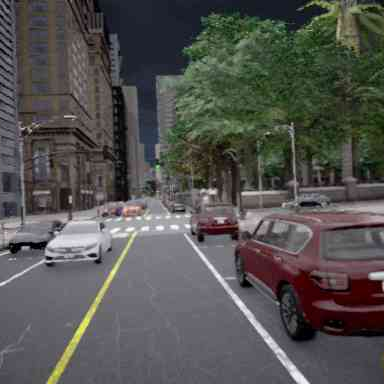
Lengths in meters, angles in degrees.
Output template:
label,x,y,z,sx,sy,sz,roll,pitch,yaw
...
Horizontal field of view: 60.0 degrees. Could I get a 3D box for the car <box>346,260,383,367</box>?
label,x,y,z,sx,sy,sz,roll,pitch,yaw
car,2.828,1.410,1.220,1.752,1.417,4.829,-3,-1,-6

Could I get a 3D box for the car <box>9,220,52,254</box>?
label,x,y,z,sx,sy,sz,roll,pitch,yaw
car,-7.411,2.085,16.496,1.947,1.339,4.313,-3,-1,-6

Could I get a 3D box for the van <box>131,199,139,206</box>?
label,x,y,z,sx,sy,sz,roll,pitch,yaw
van,-15.626,2.919,91.386,1.690,1.788,3.998,-2,0,-6

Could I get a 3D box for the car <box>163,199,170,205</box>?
label,x,y,z,sx,sy,sz,roll,pitch,yaw
car,-7.169,2.726,92.466,1.752,1.417,4.829,-2,0,-6

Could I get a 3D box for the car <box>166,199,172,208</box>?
label,x,y,z,sx,sy,sz,roll,pitch,yaw
car,-2.424,2.191,49.196,1.802,1.307,4.206,-2,-1,-6

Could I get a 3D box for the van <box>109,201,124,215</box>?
label,x,y,z,sx,sy,sz,roll,pitch,yaw
van,-10.903,2.329,48.285,1.690,1.788,3.998,-2,-1,-6

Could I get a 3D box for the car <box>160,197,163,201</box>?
label,x,y,z,sx,sy,sz,roll,pitch,yaw
car,-5.979,2.371,81.524,2.192,1.841,5.009,-2,0,-6

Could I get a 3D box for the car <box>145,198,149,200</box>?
label,x,y,z,sx,sy,sz,roll,pitch,yaw
car,-10.876,2.734,73.429,1.812,1.442,4.674,-3,0,-6

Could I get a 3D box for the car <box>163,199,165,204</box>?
label,x,y,z,sx,sy,sz,roll,pitch,yaw
car,-4.195,2.418,65.359,1.802,1.307,4.206,-2,-1,-6

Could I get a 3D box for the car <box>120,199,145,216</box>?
label,x,y,z,sx,sy,sz,roll,pitch,yaw
car,-7.644,2.141,42.894,2.097,1.767,4.553,-3,-1,-6

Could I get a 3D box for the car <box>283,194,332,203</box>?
label,x,y,z,sx,sy,sz,roll,pitch,yaw
car,11.605,0.956,33.707,4.902,1.511,2.128,-4,-1,-6

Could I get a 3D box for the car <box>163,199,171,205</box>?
label,x,y,z,sx,sy,sz,roll,pitch,yaw
car,-6.579,2.655,87.079,1.752,1.417,4.829,-2,0,-6

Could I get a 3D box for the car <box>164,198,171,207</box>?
label,x,y,z,sx,sy,sz,roll,pitch,yaw
car,-3.021,2.126,54.585,1.967,1.590,4.097,-2,-1,-6

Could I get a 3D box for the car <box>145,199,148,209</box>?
label,x,y,z,sx,sy,sz,roll,pitch,yaw
car,-9.626,2.603,62.036,2.033,1.411,5.357,-3,-1,-6

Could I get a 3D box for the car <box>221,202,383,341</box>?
label,x,y,z,sx,sy,sz,roll,pitch,yaw
car,2.240,1.285,6.506,2.192,1.841,5.009,-3,-1,-6

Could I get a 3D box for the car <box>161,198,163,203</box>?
label,x,y,z,sx,sy,sz,roll,pitch,yaw
car,-5.377,2.549,76.135,1.947,1.339,4.313,-2,0,-6

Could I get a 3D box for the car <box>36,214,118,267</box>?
label,x,y,z,sx,sy,sz,roll,pitch,yaw
car,-4.274,1.866,13.193,1.812,1.442,4.674,-3,-1,-6

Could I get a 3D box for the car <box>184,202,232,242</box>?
label,x,y,z,sx,sy,sz,roll,pitch,yaw
car,1.046,1.455,17.414,2.192,1.841,5.009,-3,-1,-6

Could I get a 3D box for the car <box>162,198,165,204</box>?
label,x,y,z,sx,sy,sz,roll,pitch,yaw
car,-4.788,2.455,70.747,1.887,1.381,4.507,-2,-1,-6

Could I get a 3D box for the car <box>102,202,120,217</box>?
label,x,y,z,sx,sy,sz,roll,pitch,yaw
car,-10.314,2.225,42.898,2.192,1.841,5.009,-2,-1,-6

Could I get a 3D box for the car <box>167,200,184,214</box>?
label,x,y,z,sx,sy,sz,roll,pitch,yaw
car,-1.835,2.097,43.809,1.947,1.339,4.313,-2,-1,-6
